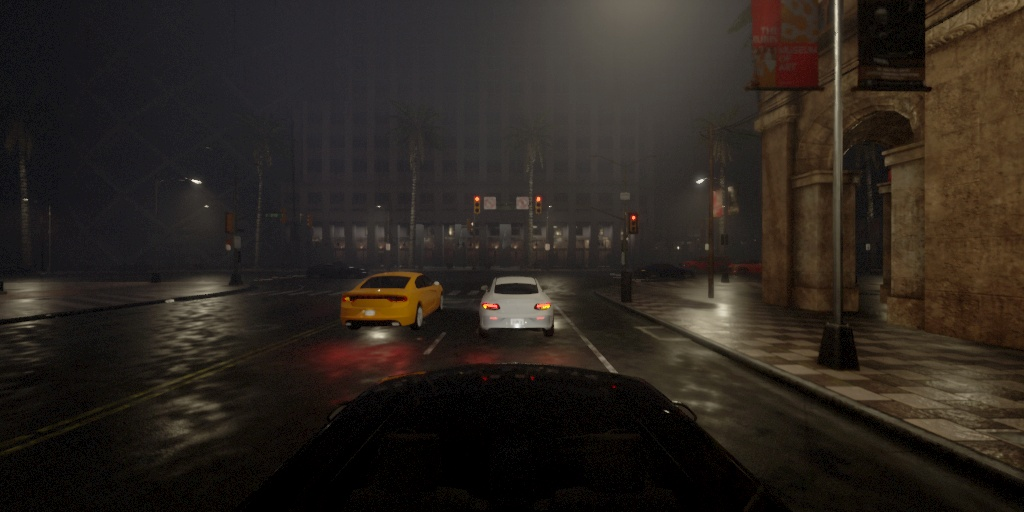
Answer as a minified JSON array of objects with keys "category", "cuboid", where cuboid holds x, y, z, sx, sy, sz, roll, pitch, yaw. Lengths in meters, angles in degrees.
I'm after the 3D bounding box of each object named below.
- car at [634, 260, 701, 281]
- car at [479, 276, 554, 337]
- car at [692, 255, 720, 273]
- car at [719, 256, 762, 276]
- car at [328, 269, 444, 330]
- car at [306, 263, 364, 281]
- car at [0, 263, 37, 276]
[{"category":"car","cuboid":[12.511,1.275,29.484,4.674,1.442,1.812,0,0,0]},{"category":"car","cuboid":[0.085,1.274,10.153,1.812,1.442,4.674,0,0,-1]},{"category":"car","cuboid":[21.462,0.963,40.059,5.566,2.045,2.150,0,0,0]},{"category":"car","cuboid":[24.290,1.096,36.549,4.553,1.767,2.097,0,0,0]},{"category":"car","cuboid":[-3.422,1.226,11.150,1.882,1.535,5.008,0,0,0]},{"category":"car","cuboid":[-14.014,1.284,29.059,4.902,1.511,2.128,0,0,-2]},{"category":"car","cuboid":[-52.027,1.327,35.885,2.033,1.411,5.357,0,0,42]}]
